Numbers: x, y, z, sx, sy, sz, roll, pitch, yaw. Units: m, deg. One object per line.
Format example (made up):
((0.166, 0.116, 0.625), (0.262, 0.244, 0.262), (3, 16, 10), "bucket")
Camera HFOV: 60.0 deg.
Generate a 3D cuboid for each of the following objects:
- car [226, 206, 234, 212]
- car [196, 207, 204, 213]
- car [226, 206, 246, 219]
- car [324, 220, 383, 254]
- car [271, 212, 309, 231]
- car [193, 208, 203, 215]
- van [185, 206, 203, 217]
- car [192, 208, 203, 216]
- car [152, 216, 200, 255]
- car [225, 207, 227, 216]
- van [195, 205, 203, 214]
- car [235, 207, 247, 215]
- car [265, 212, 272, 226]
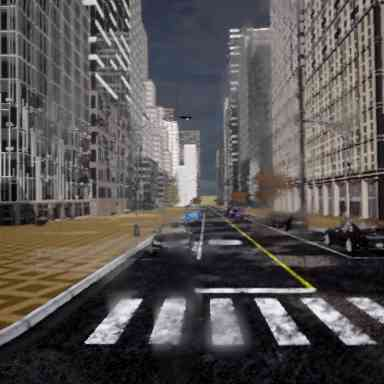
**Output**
((10.388, 4.565, 92.052), (1.801, 1.575, 5.366), (-1, -2, 2), "car")
((1.967, 4.453, 83.198), (1.887, 1.381, 4.507), (-2, -2, 2), "car")
((6.300, 3.079, 47.381), (1.812, 1.442, 4.674), (-1, -2, 2), "car")
((7.568, 1.964, 15.455), (2.008, 1.369, 4.403), (-2, -2, 2), "car")
((8.030, 2.364, 26.689), (1.947, 1.339, 4.313), (-2, -2, 2), "car")
((1.274, 3.853, 66.348), (1.887, 1.381, 4.507), (-2, -2, 2), "car")
((0.113, 2.663, 38.271), (1.690, 1.788, 3.998), (-2, -2, 2), "van")
((1.035, 3.628, 60.563), (1.752, 1.417, 4.829), (-2, -2, 2), "car")
((-0.804, 2.100, 15.794), (2.008, 1.369, 4.403), (-2, -2, 2), "car")
((6.716, 3.418, 57.634), (1.837, 1.490, 4.892), (-1, -2, 2), "car")
((1.499, 3.849, 71.972), (1.690, 1.788, 3.998), (-2, -2, 2), "van")
((9.647, 3.754, 66.008), (1.802, 1.307, 4.206), (-2, -2, 2), "car")
((8.261, 2.557, 32.306), (1.947, 1.339, 4.313), (-2, -2, 2), "car")
